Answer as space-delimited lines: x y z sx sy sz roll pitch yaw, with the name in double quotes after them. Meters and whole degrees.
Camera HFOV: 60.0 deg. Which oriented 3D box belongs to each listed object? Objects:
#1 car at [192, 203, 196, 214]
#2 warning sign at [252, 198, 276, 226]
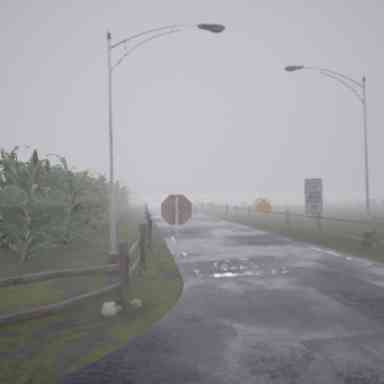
-0.591 2.202 44.822 1.837 1.490 4.892 -1 -1 -7 "car"
4.948 1.365 22.888 1.300 1.860 1.060 -1 -1 -8 "warning sign"
